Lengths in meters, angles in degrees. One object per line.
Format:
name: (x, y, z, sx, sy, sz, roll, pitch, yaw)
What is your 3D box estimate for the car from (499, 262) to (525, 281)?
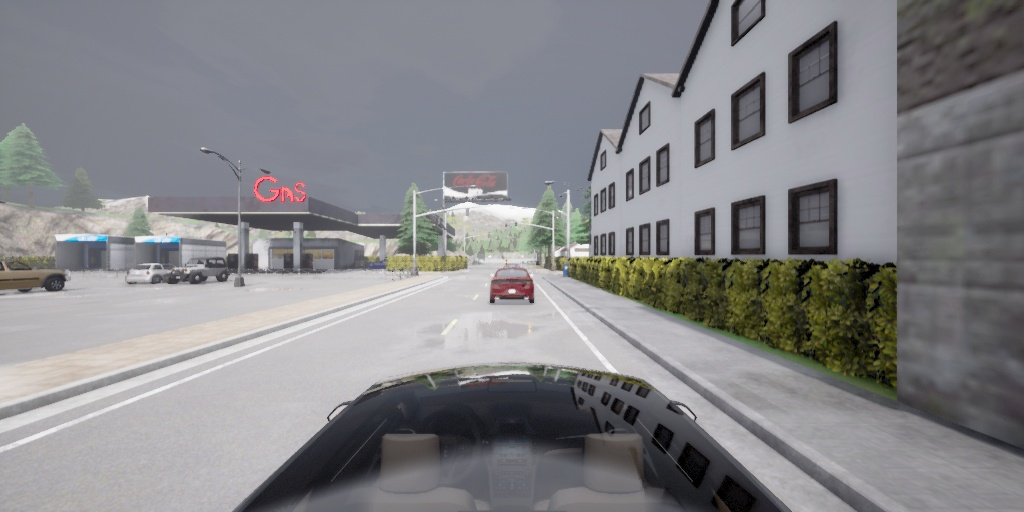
car: (0.000, 1.312, 31.500, 2.033, 1.411, 5.357, 0, 0, 0)

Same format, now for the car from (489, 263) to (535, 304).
car: (0.000, 1.234, 16.500, 1.882, 1.535, 5.008, 0, 0, 0)
